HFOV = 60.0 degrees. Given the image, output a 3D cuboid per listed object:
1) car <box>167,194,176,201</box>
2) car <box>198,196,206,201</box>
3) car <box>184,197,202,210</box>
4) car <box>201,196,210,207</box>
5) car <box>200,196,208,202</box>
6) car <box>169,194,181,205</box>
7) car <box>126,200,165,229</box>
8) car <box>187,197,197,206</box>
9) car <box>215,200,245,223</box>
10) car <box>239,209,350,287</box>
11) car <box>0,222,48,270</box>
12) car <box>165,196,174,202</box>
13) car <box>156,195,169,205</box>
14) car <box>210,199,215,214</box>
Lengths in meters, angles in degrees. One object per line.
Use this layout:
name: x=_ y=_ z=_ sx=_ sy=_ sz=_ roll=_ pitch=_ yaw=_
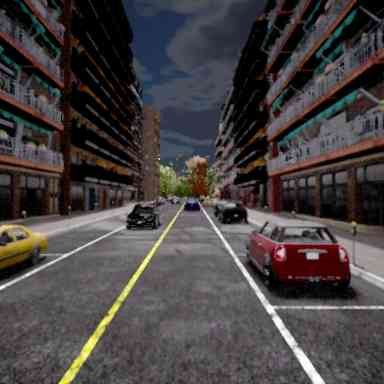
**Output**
car: x=-5.813 y=1.527 z=92.936 sx=2.192 sy=1.841 sz=5.009 roll=1 pitch=0 yaw=0
car: x=2.831 y=1.763 z=92.903 sx=2.008 sy=1.369 sz=4.403 roll=1 pitch=0 yaw=0
car: x=0.008 y=1.673 z=43.910 sx=1.994 sy=1.385 sz=4.181 roll=0 pitch=0 yaw=0
car: x=2.705 y=1.645 z=54.096 sx=1.752 sy=1.417 sz=4.829 roll=1 pitch=0 yaw=0
car: x=2.832 y=1.710 z=81.937 sx=1.752 sy=1.417 sz=4.829 roll=1 pitch=0 yaw=0
car: x=-3.030 y=1.635 z=62.937 sx=2.128 sy=1.511 sz=4.902 roll=0 pitch=0 yaw=1
car: x=-3.102 y=1.550 z=21.962 sx=1.837 sy=1.490 sz=4.892 roll=0 pitch=0 yaw=0
car: x=0.004 y=1.671 z=60.086 sx=1.812 sy=1.442 sz=4.674 roll=0 pitch=0 yaw=0
car: x=3.138 y=1.534 z=26.077 sx=1.882 sy=1.535 sz=5.008 roll=0 pitch=0 yaw=0
car: x=2.700 y=1.460 z=9.383 sx=1.967 sy=1.590 sz=4.097 roll=1 pitch=0 yaw=0
car: x=-5.681 y=1.545 z=9.246 sx=1.752 sy=1.417 sz=4.829 roll=1 pitch=0 yaw=0
car: x=-5.816 y=1.749 z=87.367 sx=2.008 sy=1.369 sz=4.403 roll=1 pitch=0 yaw=0
car: x=-5.702 y=1.572 z=59.526 sx=1.967 sy=1.590 sz=4.097 roll=1 pitch=0 yaw=0
car: x=3.137 y=1.549 z=33.078 sx=1.882 sy=1.535 sz=5.008 roll=0 pitch=0 yaw=0
